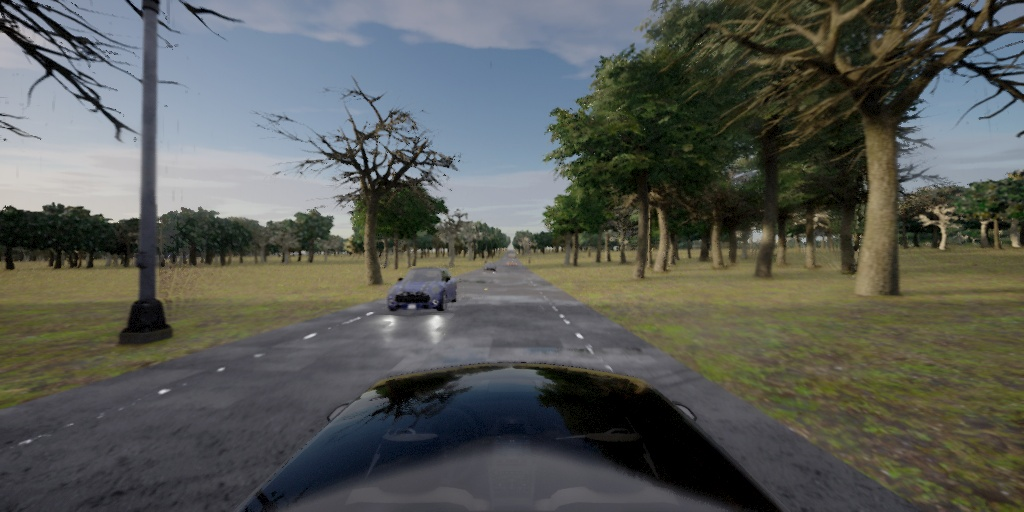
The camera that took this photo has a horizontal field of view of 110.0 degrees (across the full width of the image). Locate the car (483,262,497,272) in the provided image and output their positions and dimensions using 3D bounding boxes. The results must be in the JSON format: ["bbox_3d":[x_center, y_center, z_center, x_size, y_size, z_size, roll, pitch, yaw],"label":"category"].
[{"bbox_3d":[-3.527,1.802,57.681,1.837,1.490,4.892,0,0,1],"label":"car"}]

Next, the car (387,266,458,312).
[{"bbox_3d":[-3.594,1.257,15.123,2.097,1.767,4.553,0,-1,0],"label":"car"}]
